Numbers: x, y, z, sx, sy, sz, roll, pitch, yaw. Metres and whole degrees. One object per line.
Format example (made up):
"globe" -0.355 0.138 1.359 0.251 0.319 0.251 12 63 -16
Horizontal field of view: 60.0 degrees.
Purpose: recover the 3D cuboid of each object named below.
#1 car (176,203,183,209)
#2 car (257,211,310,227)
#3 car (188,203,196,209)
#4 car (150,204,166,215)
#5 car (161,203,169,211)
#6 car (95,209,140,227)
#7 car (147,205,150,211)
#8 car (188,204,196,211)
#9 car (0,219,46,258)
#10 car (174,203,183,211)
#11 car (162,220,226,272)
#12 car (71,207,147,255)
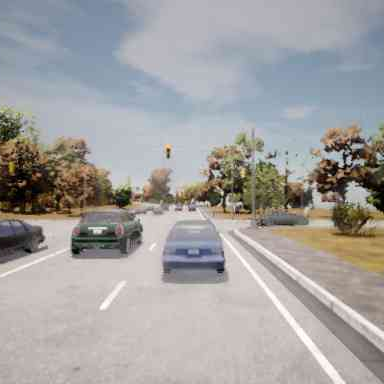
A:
"car" -3.593 3.923 93.998 1.837 1.490 4.892 0 0 -3
"car" 7.598 2.273 27.832 4.181 1.385 1.994 0 -3 -8
"car" -0.094 3.980 94.082 1.994 1.385 4.181 0 0 -3
"car" -6.999 3.933 68.933 1.882 1.535 5.008 0 -1 0
"car" -6.999 3.770 84.482 2.150 2.045 5.566 0 0 0
"car" -6.991 2.359 30.821 2.128 1.511 4.902 3 -4 -38
"car" -10.499 4.007 68.921 1.994 1.385 4.181 0 -1 0
"car" 0.001 4.067 83.899 1.812 1.442 4.674 0 0 0
"car" -7.068 1.656 11.653 2.033 1.411 5.357 0 -1 0
"car" -3.499 4.139 83.963 1.895 1.301 4.718 0 0 0
"car" 0.062 1.645 11.102 2.033 1.411 5.357 0 -1 0
"car" -3.424 1.520 14.212 2.097 1.767 4.553 0 -1 0
